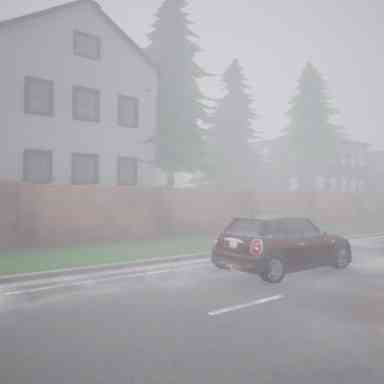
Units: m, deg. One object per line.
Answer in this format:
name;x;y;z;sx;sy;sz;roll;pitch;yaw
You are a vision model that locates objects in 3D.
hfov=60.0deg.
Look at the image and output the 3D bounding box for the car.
car;2.839;1.462;10.109;4.553;1.767;2.097;1;-1;-35
